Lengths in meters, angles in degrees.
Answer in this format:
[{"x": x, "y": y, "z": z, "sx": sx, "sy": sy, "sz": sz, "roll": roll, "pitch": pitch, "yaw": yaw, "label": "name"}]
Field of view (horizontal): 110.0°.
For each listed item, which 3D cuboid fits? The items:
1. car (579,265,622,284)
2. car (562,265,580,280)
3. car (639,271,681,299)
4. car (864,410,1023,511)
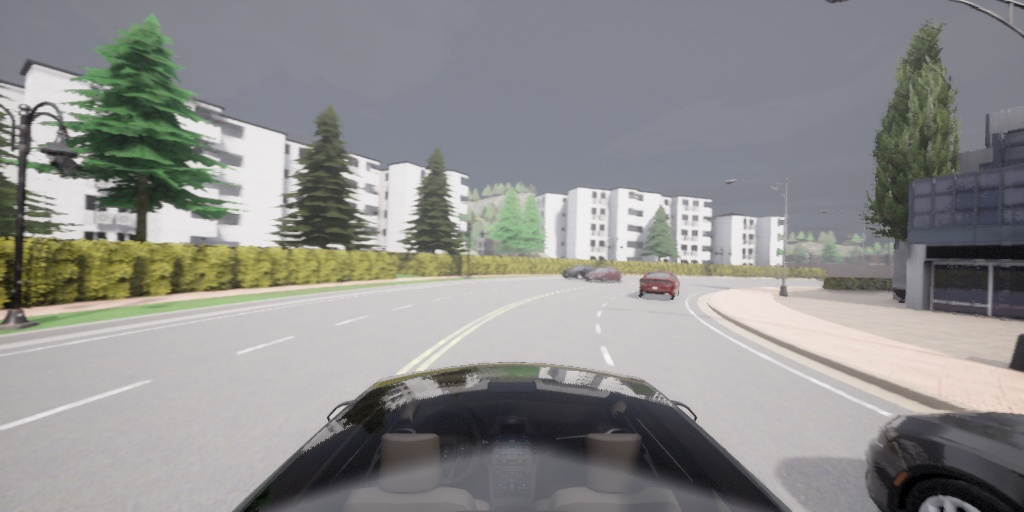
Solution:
[{"x": 8.470, "y": 1.708, "z": 32.884, "sx": 1.812, "sy": 1.442, "sz": 4.674, "roll": 2, "pitch": 0, "yaw": 43, "label": "car"}, {"x": 7.091, "y": 1.626, "z": 36.496, "sx": 5.008, "sy": 1.535, "sz": 1.882, "roll": 2, "pitch": -1, "yaw": -45, "label": "car"}, {"x": 8.905, "y": 1.628, "z": 21.499, "sx": 1.882, "sy": 1.535, "sz": 5.008, "roll": 2, "pitch": 0, "yaw": 29, "label": "car"}, {"x": 3.674, "y": 1.384, "z": 0.684, "sx": 1.837, "sy": 1.490, "sz": 4.892, "roll": 2, "pitch": 0, "yaw": -2, "label": "car"}]
